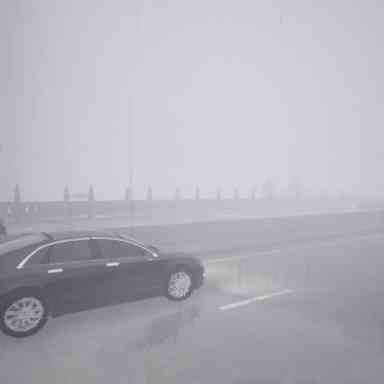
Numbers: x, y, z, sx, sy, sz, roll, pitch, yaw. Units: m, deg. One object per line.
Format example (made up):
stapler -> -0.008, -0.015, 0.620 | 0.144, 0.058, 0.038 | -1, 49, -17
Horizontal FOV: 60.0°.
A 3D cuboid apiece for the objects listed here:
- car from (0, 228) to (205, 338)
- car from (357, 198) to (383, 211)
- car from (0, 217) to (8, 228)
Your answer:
car -> -1.963, 1.506, 6.648 | 4.892, 1.490, 1.837 | 0, 0, -36
car -> 22.744, 1.561, 42.023 | 5.008, 1.535, 1.882 | 0, 0, -39
car -> -10.428, 1.505, 13.752 | 4.892, 1.490, 1.837 | 0, 0, -36
